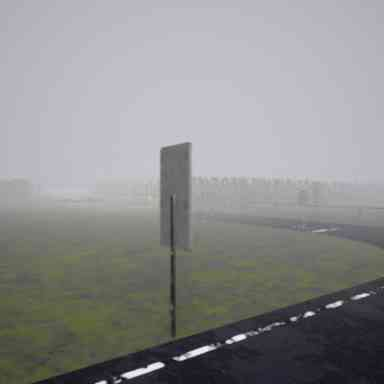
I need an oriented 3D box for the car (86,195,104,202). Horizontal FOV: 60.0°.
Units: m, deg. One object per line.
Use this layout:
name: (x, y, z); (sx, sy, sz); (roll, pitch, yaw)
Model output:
car: (-18.049, 1.220, 61.696); (1.895, 1.301, 4.718); (0, 0, -36)
